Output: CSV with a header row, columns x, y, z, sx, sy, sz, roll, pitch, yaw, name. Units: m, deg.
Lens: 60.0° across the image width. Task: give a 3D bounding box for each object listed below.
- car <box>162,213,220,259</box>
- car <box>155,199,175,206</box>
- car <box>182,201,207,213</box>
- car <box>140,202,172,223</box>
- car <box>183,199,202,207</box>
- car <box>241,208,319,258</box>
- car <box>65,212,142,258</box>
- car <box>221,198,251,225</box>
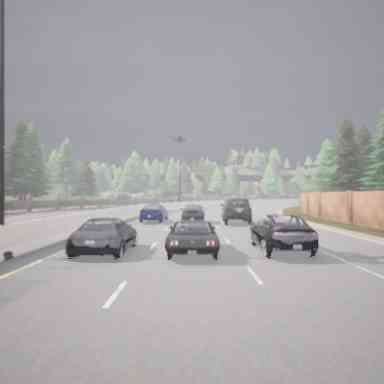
x,y,z,sx,sy,sz,roll,pitch,yaw,name
0.032,1.747,13.235,1.895,1.301,4.718,0,-1,0,car
-5.801,2.342,73.215,2.033,1.411,5.357,0,-1,25,car
0.188,1.818,28.261,1.837,1.490,4.892,0,0,4,car
-3.251,1.797,29.094,1.882,1.535,5.008,0,0,4,car
0.144,2.238,69.433,1.882,1.535,5.008,0,-1,25,car
3.535,1.642,13.493,2.128,1.511,4.902,0,0,0,car
-3.466,1.713,13.383,1.994,1.385,4.181,0,-1,1,car
3.612,1.525,27.252,2.150,2.045,5.566,0,0,2,car
